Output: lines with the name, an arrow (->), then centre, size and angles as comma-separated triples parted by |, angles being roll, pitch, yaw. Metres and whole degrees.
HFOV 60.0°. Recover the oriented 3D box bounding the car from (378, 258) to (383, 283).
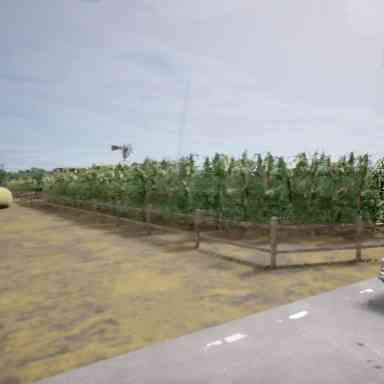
car -> 6.158, 1.576, 7.421 | 4.718, 1.301, 1.895 | 0, 0, -35
